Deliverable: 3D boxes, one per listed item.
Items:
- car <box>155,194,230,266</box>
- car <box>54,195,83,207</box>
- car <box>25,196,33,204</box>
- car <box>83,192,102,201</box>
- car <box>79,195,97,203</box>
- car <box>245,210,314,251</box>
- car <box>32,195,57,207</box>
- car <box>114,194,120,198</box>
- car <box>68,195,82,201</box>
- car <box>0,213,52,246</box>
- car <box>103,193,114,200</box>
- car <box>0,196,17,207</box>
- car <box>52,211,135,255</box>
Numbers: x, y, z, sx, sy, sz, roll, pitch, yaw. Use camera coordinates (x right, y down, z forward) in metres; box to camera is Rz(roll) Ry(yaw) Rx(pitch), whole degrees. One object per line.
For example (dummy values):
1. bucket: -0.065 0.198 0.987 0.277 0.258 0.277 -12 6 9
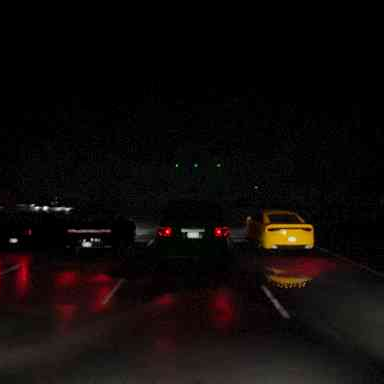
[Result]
1. car: 0.018 1.244 11.727 2.150 2.045 5.566 0 0 0
2. car: -17.953 1.506 48.593 1.994 1.385 4.181 0 0 0
3. car: -28.463 1.421 60.342 1.837 1.490 4.892 0 0 0
4. car: -17.969 1.272 58.449 2.097 1.767 4.553 0 0 0
5. car: -21.532 1.422 69.162 2.128 1.511 4.902 0 0 0
6. car: 3.498 1.495 14.131 1.882 1.535 5.008 0 0 0
7. car: -21.447 1.504 49.560 1.994 1.385 4.181 0 0 0
8. car: -18.142 1.234 77.095 2.097 1.767 4.553 0 0 0
9. car: -29.305 1.406 83.372 2.033 1.411 5.357 0 0 -7
10. car: -7.010 1.615 15.313 1.895 1.301 4.718 0 0 0
11. car: -18.021 1.440 67.698 2.033 1.411 5.357 0 0 0
12. car: -28.439 1.417 50.276 1.882 1.535 5.008 0 0 0
13. car: -3.498 1.511 13.444 2.128 1.511 4.902 0 0 0
